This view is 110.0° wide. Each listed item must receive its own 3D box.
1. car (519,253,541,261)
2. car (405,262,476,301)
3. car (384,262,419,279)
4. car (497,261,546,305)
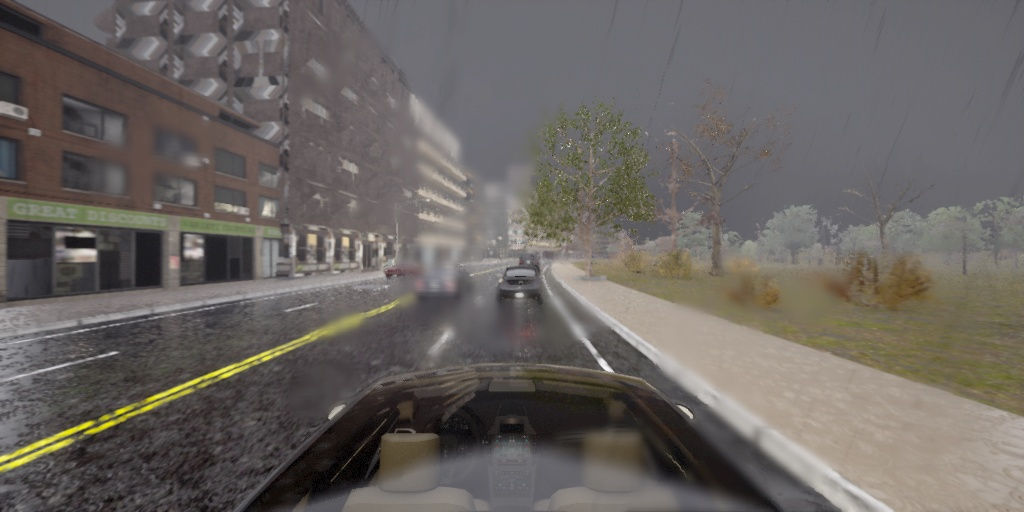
[{"bbox_3d":[1.931,0.718,39.285,2.150,2.045,5.566,0,1,5],"label":"car"},{"bbox_3d":[-2.877,1.197,16.430,2.033,1.411,5.357,0,0,3],"label":"car"},{"bbox_3d":[-8.809,1.181,29.652,1.895,1.301,4.718,0,0,4],"label":"car"},{"bbox_3d":[0.396,1.156,15.385,1.837,1.490,4.892,0,1,2],"label":"car"}]
